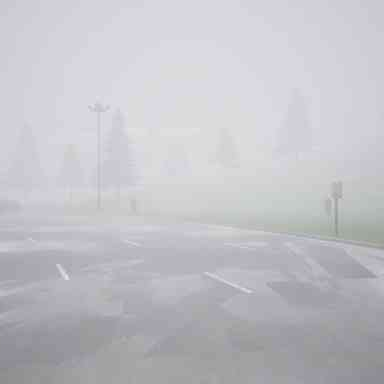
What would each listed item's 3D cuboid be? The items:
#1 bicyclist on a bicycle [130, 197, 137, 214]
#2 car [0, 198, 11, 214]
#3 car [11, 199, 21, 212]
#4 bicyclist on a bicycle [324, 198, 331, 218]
[{"bbox_3d":[-5.490,1.305,31.342,0.582,1.620,1.656,0,-2,-33],"label":"bicyclist on a bicycle"},{"bbox_3d":[-20.816,1.526,33.536,4.674,1.442,1.812,0,0,28],"label":"car"},{"bbox_3d":[-21.691,1.505,37.824,4.892,1.490,1.837,0,0,26],"label":"car"},{"bbox_3d":[11.212,1.311,27.420,0.582,1.620,1.656,0,-2,16],"label":"bicyclist on a bicycle"}]
